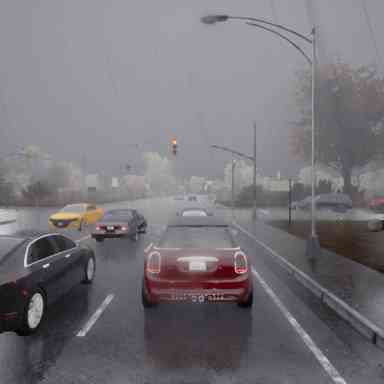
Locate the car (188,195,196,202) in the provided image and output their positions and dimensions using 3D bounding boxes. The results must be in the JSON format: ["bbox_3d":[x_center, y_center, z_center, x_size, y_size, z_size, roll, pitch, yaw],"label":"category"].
[{"bbox_3d":[0.075,1.500,79.123,1.837,1.490,4.892,0,0,0],"label":"car"}]

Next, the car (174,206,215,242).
[{"bbox_3d":[0.116,1.526,17.152,1.812,1.442,4.674,0,0,0],"label":"car"}]

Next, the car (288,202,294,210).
[{"bbox_3d":[14.024,1.504,39.974,4.892,1.490,1.837,0,0,3],"label":"car"}]

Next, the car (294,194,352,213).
[{"bbox_3d":[14.500,1.221,36.439,5.566,2.045,2.150,0,0,3],"label":"car"}]

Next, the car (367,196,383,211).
[{"bbox_3d":[23.858,1.211,39.432,5.566,2.045,2.150,0,0,3],"label":"car"}]

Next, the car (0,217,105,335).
[{"bbox_3d":[-3.393,1.505,6.699,1.837,1.490,4.892,0,0,0],"label":"car"}]

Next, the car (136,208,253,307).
[{"bbox_3d":[0.107,1.352,8.112,2.097,1.767,4.553,0,0,0],"label":"car"}]

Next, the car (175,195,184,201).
[{"bbox_3d":[-3.415,1.545,85.354,1.994,1.385,4.181,0,0,0],"label":"car"}]

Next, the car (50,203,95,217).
[{"bbox_3d":[-7.096,1.477,20.678,1.882,1.535,5.008,0,0,2],"label":"car"}]

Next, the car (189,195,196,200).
[{"bbox_3d":[0.136,1.524,95.385,1.812,1.442,4.674,0,0,1],"label":"car"}]

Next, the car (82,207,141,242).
[{"bbox_3d":[-3.387,1.547,16.358,2.033,1.411,5.357,0,0,0],"label":"car"}]

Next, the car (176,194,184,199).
[{"bbox_3d":[-3.365,1.402,95.380,1.994,1.385,4.181,0,0,1],"label":"car"}]
